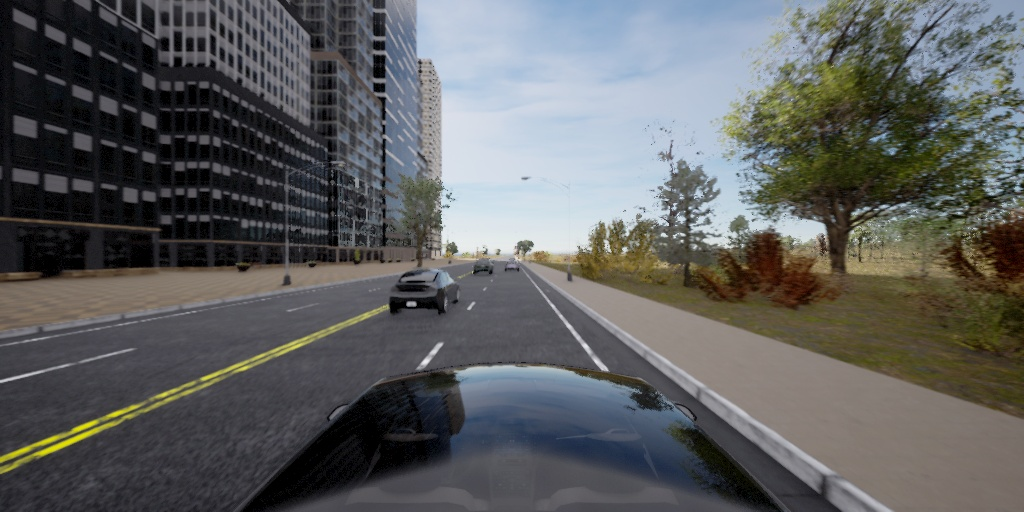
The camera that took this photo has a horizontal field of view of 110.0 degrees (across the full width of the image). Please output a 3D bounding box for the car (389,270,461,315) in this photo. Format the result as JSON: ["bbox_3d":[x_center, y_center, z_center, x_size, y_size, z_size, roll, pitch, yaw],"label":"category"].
[{"bbox_3d":[-3.151,1.256,13.655,1.837,1.490,4.892,0,0,0],"label":"car"}]

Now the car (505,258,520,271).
[{"bbox_3d":[0.023,1.296,48.211,2.033,1.649,4.856,0,0,1],"label":"car"}]

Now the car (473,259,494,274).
[{"bbox_3d":[-3.154,1.103,40.876,2.097,1.767,4.553,0,0,0],"label":"car"}]
